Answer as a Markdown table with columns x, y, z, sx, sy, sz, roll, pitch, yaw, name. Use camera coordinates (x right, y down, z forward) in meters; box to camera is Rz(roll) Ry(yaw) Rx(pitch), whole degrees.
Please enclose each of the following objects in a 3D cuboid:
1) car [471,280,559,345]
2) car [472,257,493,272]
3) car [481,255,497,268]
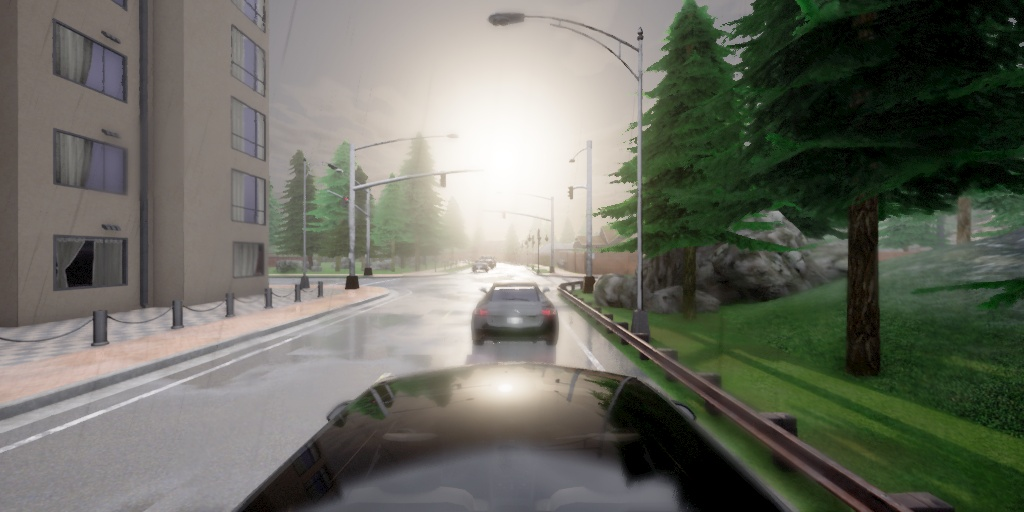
| x | y | z | sx | sy | sz | roll | pitch | yaw | name |
| --- | --- | --- | --- | --- | --- | --- | --- | --- | --- |
| 0.083 | 1.313 | 9.468 | 1.994 | 1.385 | 4.181 | 0 | 0 | 1 | car |
| -3.934 | 1.208 | 45.556 | 2.128 | 1.511 | 4.902 | 0 | 0 | 0 | car |
| -3.976 | 0.937 | 56.163 | 2.150 | 2.045 | 5.566 | 0 | 0 | 0 | car |
